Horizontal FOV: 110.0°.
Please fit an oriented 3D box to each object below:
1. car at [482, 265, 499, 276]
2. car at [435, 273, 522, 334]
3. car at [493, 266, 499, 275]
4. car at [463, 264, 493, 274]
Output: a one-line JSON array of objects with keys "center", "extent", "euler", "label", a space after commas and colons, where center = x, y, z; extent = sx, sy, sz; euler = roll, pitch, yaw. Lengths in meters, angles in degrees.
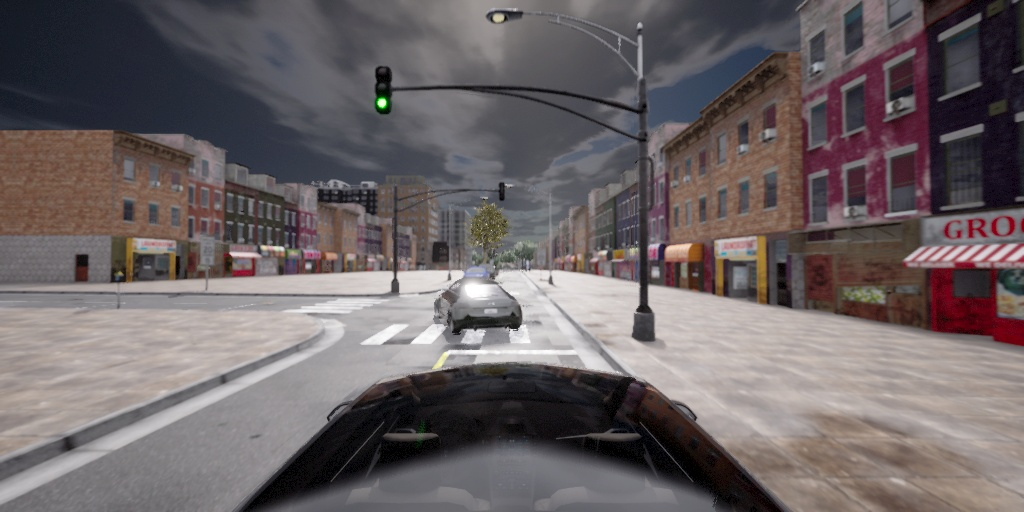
[{"center": [-2.838, 2.002, 48.877], "extent": [1.994, 1.385, 4.181], "euler": [0, -1, 1], "label": "car"}, {"center": [-1.184, 1.418, 11.207], "extent": [1.994, 1.385, 4.181], "euler": [1, -1, -18], "label": "car"}, {"center": [-2.853, 1.628, 38.956], "extent": [2.097, 1.767, 4.553], "euler": [0, -1, 0], "label": "car"}, {"center": [-2.851, 1.594, 29.121], "extent": [1.882, 1.535, 5.008], "euler": [0, -1, 0], "label": "car"}]
